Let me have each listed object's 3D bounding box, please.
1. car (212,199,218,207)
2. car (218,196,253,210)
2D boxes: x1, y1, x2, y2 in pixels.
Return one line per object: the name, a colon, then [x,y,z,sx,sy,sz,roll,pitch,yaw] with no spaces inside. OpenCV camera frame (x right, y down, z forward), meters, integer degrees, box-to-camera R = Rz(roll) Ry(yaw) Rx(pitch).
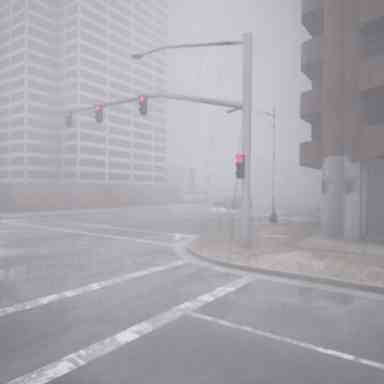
car: [4.759,1.267,44.411,2.033,1.411,5.357,1,0,36]
car: [5.594,1.256,39.564,2.128,1.511,4.902,1,0,35]
